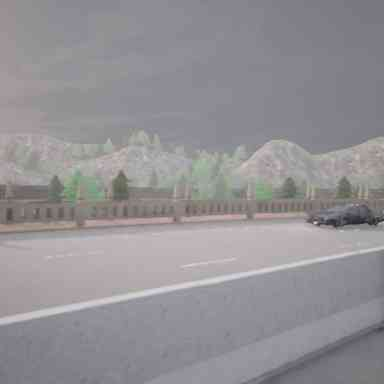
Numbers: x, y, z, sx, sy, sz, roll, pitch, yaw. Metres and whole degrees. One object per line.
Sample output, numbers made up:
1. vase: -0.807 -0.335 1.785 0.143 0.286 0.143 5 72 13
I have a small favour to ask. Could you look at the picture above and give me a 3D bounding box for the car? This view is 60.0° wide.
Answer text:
1. car: 9.899 1.496 21.238 5.357 1.411 2.033 0 0 -24
